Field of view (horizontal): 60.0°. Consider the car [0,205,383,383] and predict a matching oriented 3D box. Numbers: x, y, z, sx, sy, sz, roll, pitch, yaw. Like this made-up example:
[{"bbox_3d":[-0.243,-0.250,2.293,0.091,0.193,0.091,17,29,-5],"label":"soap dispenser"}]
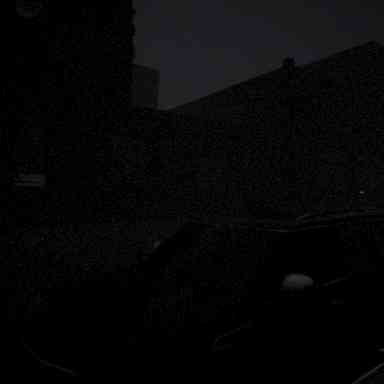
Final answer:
[{"bbox_3d":[0.852,1.219,4.002,5.566,2.045,2.150,0,0,-36],"label":"car"}]
